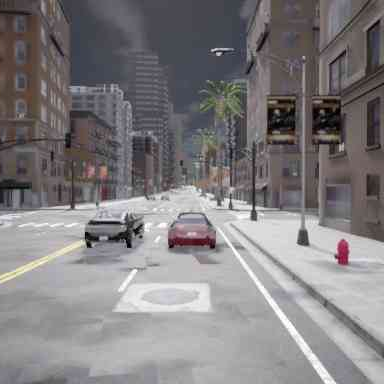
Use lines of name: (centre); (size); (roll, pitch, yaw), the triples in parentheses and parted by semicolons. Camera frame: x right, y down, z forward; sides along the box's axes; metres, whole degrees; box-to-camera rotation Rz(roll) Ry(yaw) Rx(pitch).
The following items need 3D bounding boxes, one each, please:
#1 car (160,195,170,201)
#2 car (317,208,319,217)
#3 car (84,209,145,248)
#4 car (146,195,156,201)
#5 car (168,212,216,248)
car: (-6.500, 1.416, 79.957); (1.812, 1.442, 4.674); (0, 0, 0)
car: (12.963, 1.759, 28.549); (4.313, 1.339, 1.947); (0, 0, 0)
car: (-3.251, 1.491, 14.653); (2.128, 1.511, 4.902); (0, 0, 0)
car: (-9.750, 1.416, 79.957); (1.812, 1.442, 4.674); (0, 0, 0)
car: (0.000, 1.568, 14.653); (1.994, 1.385, 4.181); (0, 0, 0)
